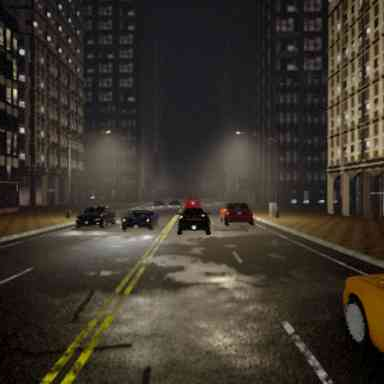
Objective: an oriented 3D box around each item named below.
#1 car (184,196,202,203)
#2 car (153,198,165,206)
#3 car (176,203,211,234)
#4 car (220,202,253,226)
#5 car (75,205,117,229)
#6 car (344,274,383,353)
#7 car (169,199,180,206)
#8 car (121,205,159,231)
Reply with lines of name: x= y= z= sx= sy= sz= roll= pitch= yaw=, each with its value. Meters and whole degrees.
car: x=0.122 y=1.564 z=45.010 sx=2.150 sy=2.045 sz=5.566 roll=0 pitch=0 yaw=0
car: x=-6.473 y=2.002 z=65.602 sx=2.128 sy=1.511 sz=4.902 roll=0 pitch=0 yaw=0
car: x=0.109 y=1.667 z=20.434 sx=1.837 sy=1.490 sz=4.892 roll=0 pitch=0 yaw=0
car: x=3.364 y=1.552 z=25.738 sx=2.097 sy=1.767 sz=4.553 roll=0 pitch=0 yaw=0
car: x=-6.585 y=1.687 z=23.204 sx=1.837 sy=1.490 sz=4.892 roll=0 pitch=0 yaw=0
car: x=3.353 y=1.505 z=3.345 sx=1.882 sy=1.535 sz=5.008 roll=0 pitch=0 yaw=0
car: x=-3.238 y=2.028 z=63.215 sx=1.994 sy=1.385 sz=4.181 roll=0 pitch=0 yaw=1
car: x=-3.337 y=1.774 z=22.020 sx=1.895 sy=1.301 sz=4.718 roll=0 pitch=0 yaw=0
